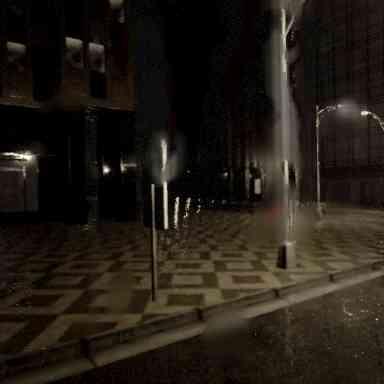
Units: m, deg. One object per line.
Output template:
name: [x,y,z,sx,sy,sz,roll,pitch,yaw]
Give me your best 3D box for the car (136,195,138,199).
car: [-11.315,0.763,58.710,1.882,1.535,5.008,-2,1,-36]
